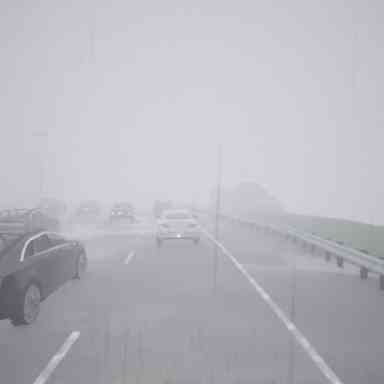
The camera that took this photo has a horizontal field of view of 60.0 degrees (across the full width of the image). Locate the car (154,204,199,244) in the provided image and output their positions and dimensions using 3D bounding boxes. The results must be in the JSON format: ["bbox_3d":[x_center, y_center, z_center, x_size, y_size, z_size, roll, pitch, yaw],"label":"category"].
[{"bbox_3d":[-0.723,1.526,15.720,1.812,1.442,4.674,0,0,-5],"label":"car"}]

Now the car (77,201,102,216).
[{"bbox_3d":[-10.102,1.582,32.891,1.994,1.385,4.181,0,0,-10],"label":"car"}]

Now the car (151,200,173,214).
[{"bbox_3d":[-2.838,1.495,32.037,2.128,1.511,4.902,0,0,-9],"label":"car"}]

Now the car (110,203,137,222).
[{"bbox_3d":[-5.447,1.557,26.399,2.033,1.411,5.357,0,0,-8],"label":"car"}]

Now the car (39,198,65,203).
[{"bbox_3d":[-13.513,1.376,32.129,2.097,1.767,4.553,0,0,-10],"label":"car"}]

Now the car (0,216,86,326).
[{"bbox_3d":[-3.663,1.498,6.992,2.128,1.511,4.902,0,0,-2],"label":"car"}]

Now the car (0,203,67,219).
[{"bbox_3d":[-7.732,1.506,15.552,2.128,1.511,4.902,0,0,-5],"label":"car"}]
